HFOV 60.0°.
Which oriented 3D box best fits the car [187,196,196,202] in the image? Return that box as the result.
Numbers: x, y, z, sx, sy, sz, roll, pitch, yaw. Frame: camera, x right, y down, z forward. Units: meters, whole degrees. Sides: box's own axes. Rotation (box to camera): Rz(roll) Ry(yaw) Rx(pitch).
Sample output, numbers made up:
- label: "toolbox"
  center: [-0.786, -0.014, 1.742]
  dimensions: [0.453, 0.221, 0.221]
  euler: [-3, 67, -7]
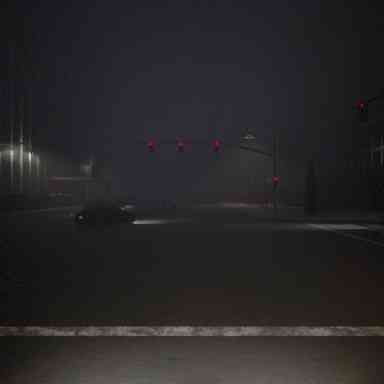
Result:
- label: "car"
  center: [-0.125, 1.540, 76.269]
  dimensions: [2.033, 1.411, 5.357]
  euler: [0, 0, 0]

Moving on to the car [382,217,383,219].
- label: "car"
  center: [15.114, 1.601, 21.577]
  dimensions: [4.718, 1.301, 1.895]
  euler: [0, 0, 0]

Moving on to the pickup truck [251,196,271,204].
- label: "pickup truck"
  center: [13.020, 1.058, 61.498]
  dimensions: [2.390, 2.098, 6.274]
  euler: [0, 0, 30]

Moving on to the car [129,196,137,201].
- label: "car"
  center: [-10.664, 1.491, 57.424]
  dimensions: [2.128, 1.511, 4.902]
  euler: [0, 0, 0]

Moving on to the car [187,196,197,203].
- label: "car"
  center: [-0.010, 1.601, 66.475]
  dimensions: [1.895, 1.301, 4.718]
  euler: [0, 0, 0]

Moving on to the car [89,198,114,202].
- label: "car"
  center: [-10.648, 1.547, 37.184]
  dimensions: [2.033, 1.411, 5.357]
  euler: [0, 0, 0]

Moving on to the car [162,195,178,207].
- label: "car"
  center: [-3.469, 1.525, 50.646]
  dimensions: [1.812, 1.442, 4.674]
  euler: [0, 0, 0]

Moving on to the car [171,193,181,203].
- label: "car"
  center: [-3.597, 1.224, 72.396]
  dimensions: [2.150, 2.045, 5.566]
  euler: [0, 0, 0]

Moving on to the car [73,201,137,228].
- label: "car"
  center: [-5.814, 1.564, 22.469]
  dimensions: [1.994, 1.385, 4.181]
  euler: [0, 0, 36]

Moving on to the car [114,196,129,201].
- label: "car"
  center: [-10.666, 1.564, 47.058]
  dimensions: [1.994, 1.385, 4.181]
  euler: [0, 0, 0]
